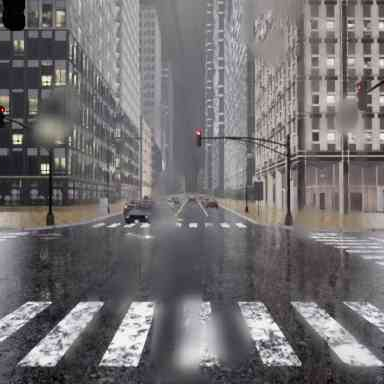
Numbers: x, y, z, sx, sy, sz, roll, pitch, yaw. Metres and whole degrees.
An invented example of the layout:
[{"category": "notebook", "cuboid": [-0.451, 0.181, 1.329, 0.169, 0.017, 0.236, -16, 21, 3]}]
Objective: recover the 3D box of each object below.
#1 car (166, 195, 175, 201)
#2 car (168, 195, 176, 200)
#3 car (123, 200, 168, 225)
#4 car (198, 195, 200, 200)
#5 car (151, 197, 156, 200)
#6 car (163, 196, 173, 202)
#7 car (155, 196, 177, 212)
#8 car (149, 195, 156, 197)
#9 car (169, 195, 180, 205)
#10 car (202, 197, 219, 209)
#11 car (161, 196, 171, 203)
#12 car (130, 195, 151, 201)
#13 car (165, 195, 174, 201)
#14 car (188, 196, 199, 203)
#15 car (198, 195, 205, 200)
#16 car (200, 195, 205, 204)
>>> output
[{"category": "car", "cuboid": [-5.711, 1.587, 89.525, 2.008, 1.369, 4.403, 1, 0, 0]}, {"category": "car", "cuboid": [-5.714, 1.605, 95.101, 1.947, 1.339, 4.313, 1, 0, 0]}, {"category": "car", "cuboid": [-3.430, 1.557, 24.595, 2.033, 1.411, 5.357, 0, 0, 5]}, {"category": "car", "cuboid": [2.679, 1.590, 61.722, 1.947, 1.339, 4.313, 1, 0, 0]}, {"category": "car", "cuboid": [-5.692, 1.597, 39.349, 1.802, 1.307, 4.206, 1, 0, 0]}, {"category": "car", "cuboid": [-5.707, 1.582, 78.375, 2.008, 1.369, 4.403, 1, 0, 0]}, {"category": "car", "cuboid": [-3.113, 1.541, 39.986, 1.812, 1.442, 4.674, 0, 0, 0]}, {"category": "car", "cuboid": [-5.689, 1.332, 44.924, 2.192, 1.841, 5.009, 1, 0, 0]}, {"category": "car", "cuboid": [-3.071, 1.571, 59.763, 2.033, 1.411, 5.357, 0, 0, 1]}, {"category": "car", "cuboid": [2.685, 1.599, 44.989, 1.802, 1.307, 4.206, 1, 0, 0]}, {"category": "car", "cuboid": [-5.705, 1.573, 72.800, 1.887, 1.381, 4.507, 1, 0, 0]}, {"category": "car", "cuboid": [-5.687, 1.453, 33.774, 1.967, 1.590, 4.097, 1, 0, 0]}, {"category": "car", "cuboid": [-5.709, 1.578, 83.950, 1.887, 1.381, 4.507, 1, 0, 0]}, {"category": "car", "cuboid": [0.056, 1.574, 70.490, 2.033, 1.411, 5.357, 0, 0, 0]}, {"category": "car", "cuboid": [2.667, 1.584, 95.185, 1.887, 1.381, 4.507, 1, 0, 0]}, {"category": "car", "cuboid": [2.683, 1.547, 56.315, 1.752, 1.417, 4.829, 1, 0, 0]}]
